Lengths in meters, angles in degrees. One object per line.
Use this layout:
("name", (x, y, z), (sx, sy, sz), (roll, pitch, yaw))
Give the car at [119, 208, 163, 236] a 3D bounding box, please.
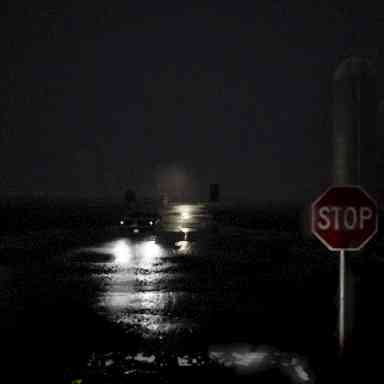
("car", (-2.735, 1.611, 18.558), (1.895, 1.301, 4.718), (1, 0, 0))
